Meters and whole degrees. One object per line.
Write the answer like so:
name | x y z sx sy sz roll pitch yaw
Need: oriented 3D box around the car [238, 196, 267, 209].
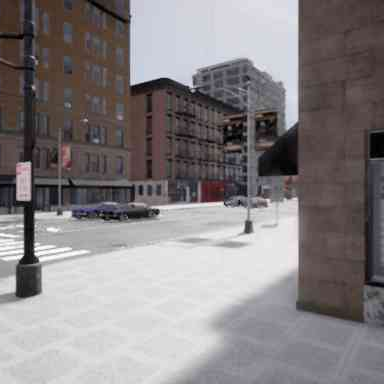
car | 8.099 1.330 42.607 1.812 1.442 4.674 0 0 35

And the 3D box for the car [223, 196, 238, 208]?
car | 6.025 1.294 45.298 2.128 1.511 4.902 0 0 35

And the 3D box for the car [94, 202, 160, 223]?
car | -4.545 1.499 24.671 1.895 1.301 4.718 0 0 35

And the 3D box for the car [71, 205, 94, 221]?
car | -7.199 1.500 26.546 1.895 1.301 4.718 0 0 35
